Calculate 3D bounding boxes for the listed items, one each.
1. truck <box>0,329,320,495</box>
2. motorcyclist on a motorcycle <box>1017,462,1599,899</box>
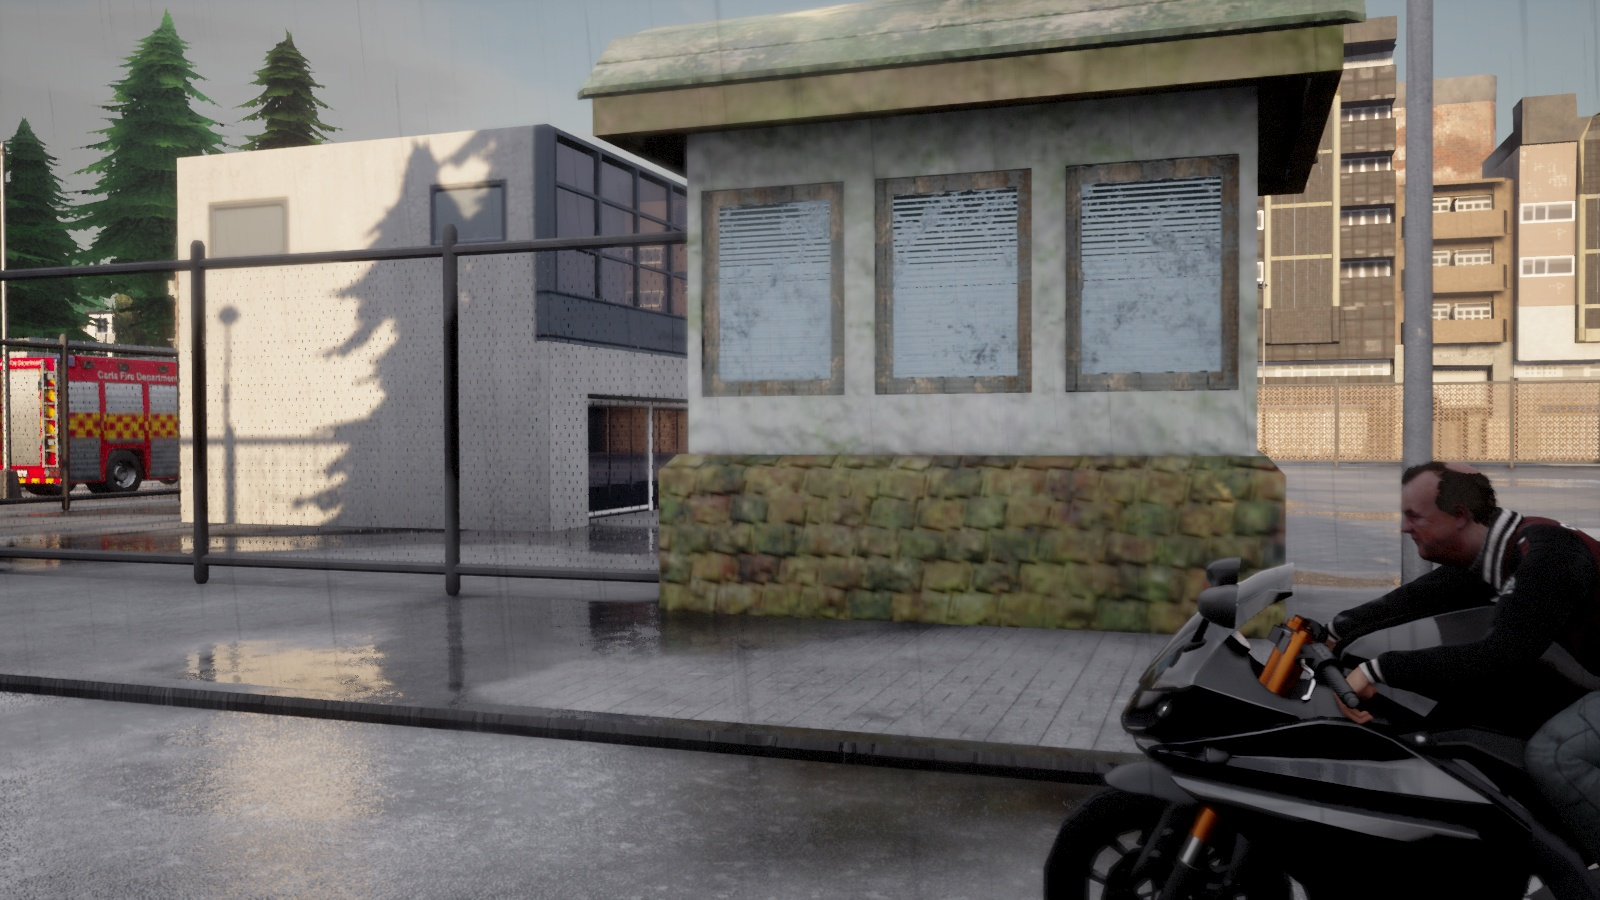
[{"bbox_3d":[-16.822,-0.946,33.398,2.891,3.827,8.468,1,1,18],"label":"truck"},{"bbox_3d":[1.714,0.818,3.140,2.191,1.530,0.866,1,1,20],"label":"motorcyclist on a motorcycle"}]
